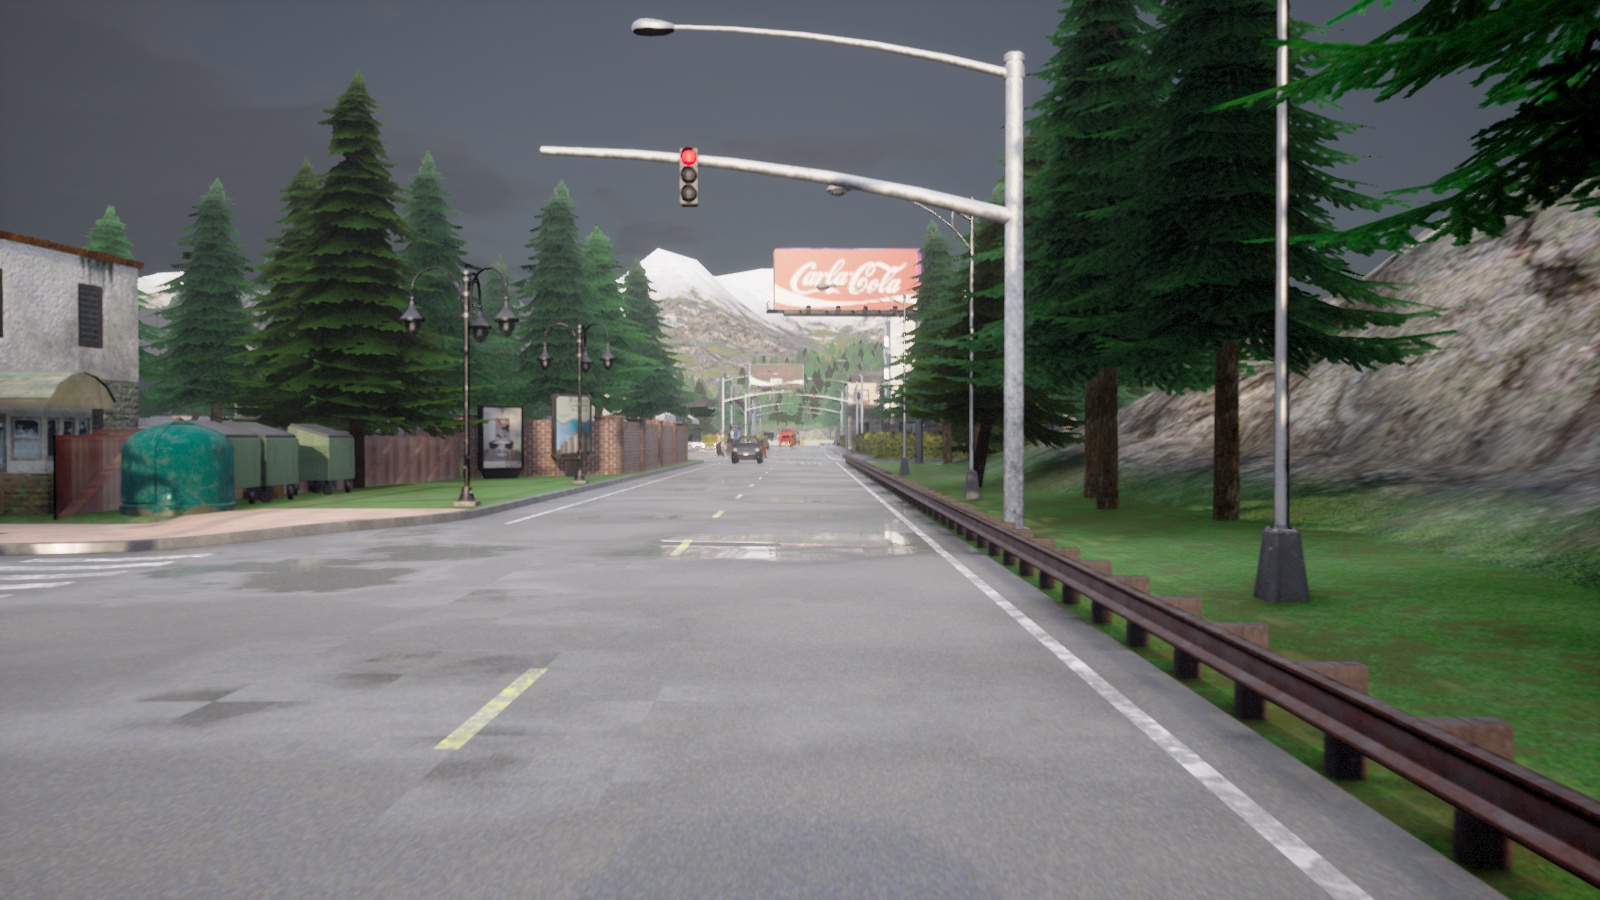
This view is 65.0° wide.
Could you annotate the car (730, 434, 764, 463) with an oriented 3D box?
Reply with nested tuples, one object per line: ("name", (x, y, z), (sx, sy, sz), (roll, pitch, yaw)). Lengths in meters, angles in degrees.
("car", (-3.071, -0.093, 73.403), (1.851, 1.617, 3.988), (0, 1, 0))

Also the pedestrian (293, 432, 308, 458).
("pedestrian", (-36.055, -0.351, 90.571), (0.849, 1.883, 0.563), (0, 1, 2))
